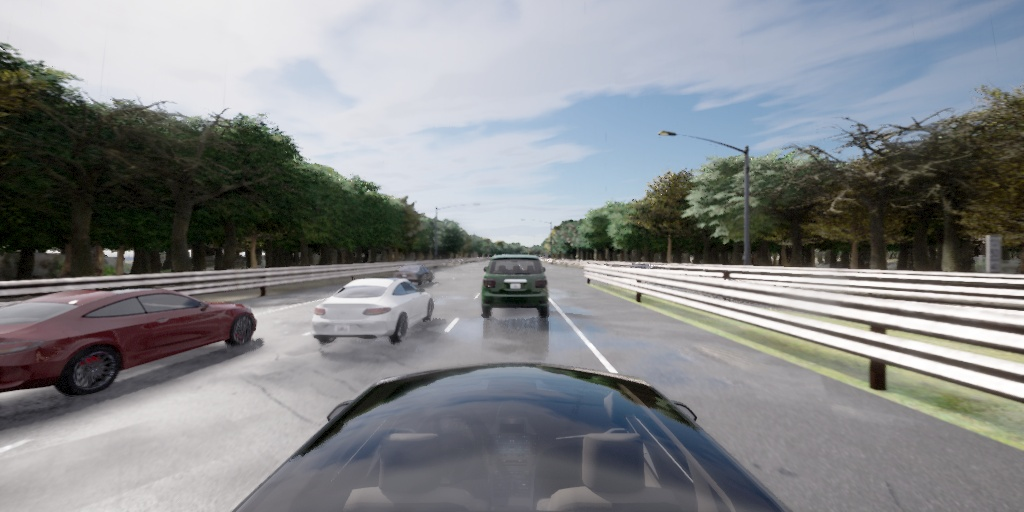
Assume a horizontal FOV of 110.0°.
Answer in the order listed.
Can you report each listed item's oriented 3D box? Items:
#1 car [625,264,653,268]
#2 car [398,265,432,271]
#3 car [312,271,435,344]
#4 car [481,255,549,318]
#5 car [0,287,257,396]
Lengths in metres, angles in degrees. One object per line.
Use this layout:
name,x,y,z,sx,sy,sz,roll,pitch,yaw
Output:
car,10.855,1.406,31.252,2.033,1.411,5.357,0,0,-12
car,-6.896,1.325,25.467,2.033,1.411,5.357,0,0,0
car,-3.405,1.284,9.480,1.812,1.442,4.674,0,0,0
car,0.105,0.984,13.227,2.150,2.045,5.566,0,0,0
car,-6.903,1.282,6.459,1.812,1.442,4.674,0,0,0
